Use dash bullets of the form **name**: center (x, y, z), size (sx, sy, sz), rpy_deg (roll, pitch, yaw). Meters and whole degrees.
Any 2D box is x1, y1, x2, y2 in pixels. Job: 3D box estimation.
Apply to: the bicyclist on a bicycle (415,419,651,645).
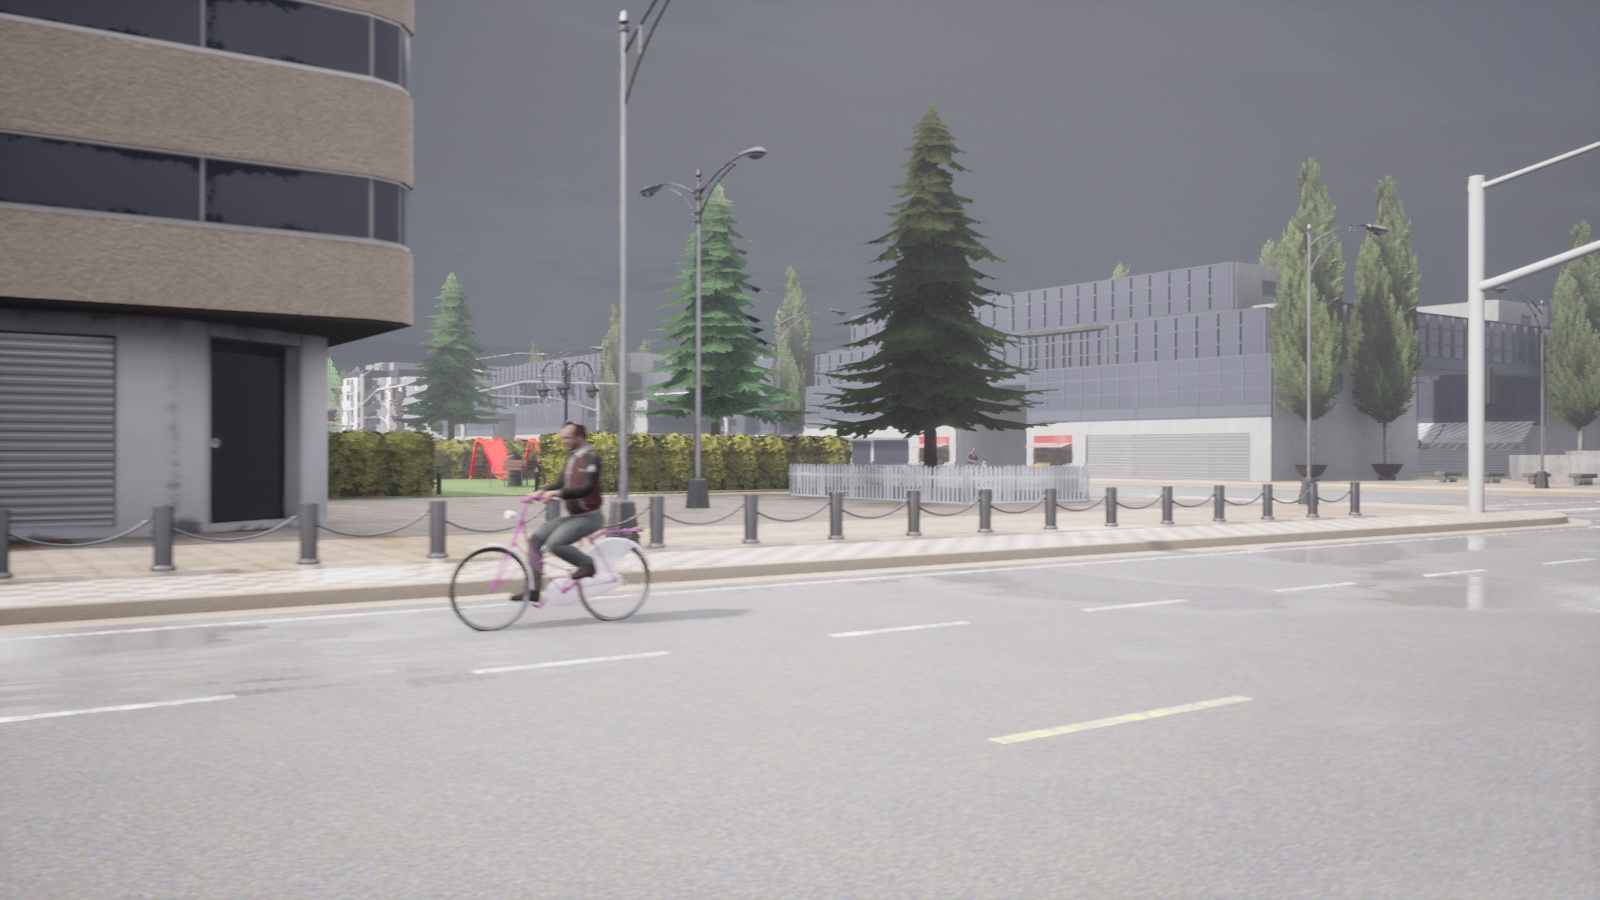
- **bicyclist on a bicycle**: center (-2.235, 0.646, 10.632), size (1.843, 1.776, 0.659), rpy_deg (0, 0, -35)
